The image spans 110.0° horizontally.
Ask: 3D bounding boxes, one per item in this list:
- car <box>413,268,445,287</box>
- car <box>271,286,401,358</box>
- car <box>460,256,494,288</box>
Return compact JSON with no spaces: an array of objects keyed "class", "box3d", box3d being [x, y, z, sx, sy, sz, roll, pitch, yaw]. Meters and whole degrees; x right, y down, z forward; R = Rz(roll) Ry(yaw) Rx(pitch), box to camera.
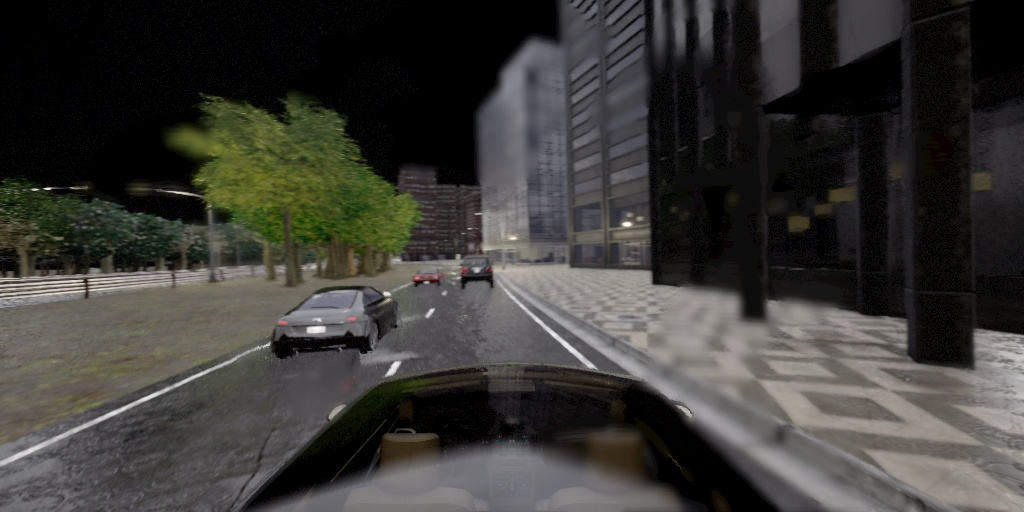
[{"class":"car","box3d":[-6.096,1.529,26.887,1.895,1.301,4.718,-2,0,-5]},{"class":"car","box3d":[-4.131,1.436,9.089,1.994,1.385,4.181,-2,0,-7]},{"class":"car","box3d":[-2.428,1.038,25.047,2.150,2.045,5.566,-2,0,-5]}]
